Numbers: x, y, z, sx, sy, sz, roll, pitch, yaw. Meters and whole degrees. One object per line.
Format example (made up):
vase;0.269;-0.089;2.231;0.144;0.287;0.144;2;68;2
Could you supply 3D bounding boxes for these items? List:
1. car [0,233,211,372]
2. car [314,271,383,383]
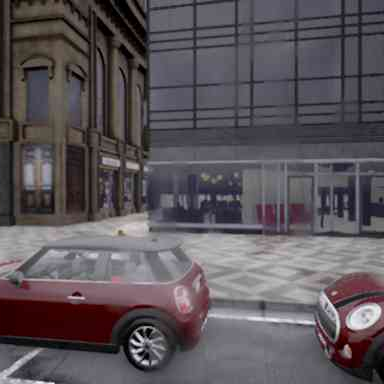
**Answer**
car;-1.824;1.420;5.237;4.097;1.590;1.967;0;0;11
car;3.718;1.434;4.199;4.097;1.590;1.967;0;0;11
